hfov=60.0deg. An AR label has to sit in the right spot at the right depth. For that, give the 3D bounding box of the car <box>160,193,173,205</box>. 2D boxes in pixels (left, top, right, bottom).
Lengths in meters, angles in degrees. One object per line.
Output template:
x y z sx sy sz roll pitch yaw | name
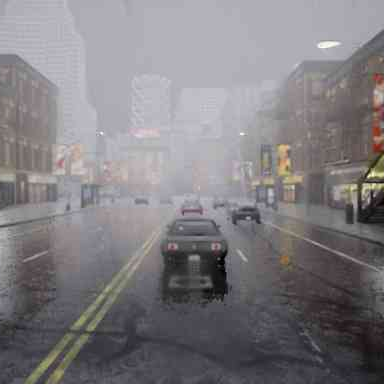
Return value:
-3.997 1.224 51.832 2.033 1.411 5.357 0 0 -5 | car

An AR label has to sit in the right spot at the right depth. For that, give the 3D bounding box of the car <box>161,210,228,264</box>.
0.062 1.529 11.436 1.895 1.301 4.718 0 0 0 | car

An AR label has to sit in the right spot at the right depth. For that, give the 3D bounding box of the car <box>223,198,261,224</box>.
3.524 1.361 23.187 1.837 1.490 4.892 0 0 0 | car

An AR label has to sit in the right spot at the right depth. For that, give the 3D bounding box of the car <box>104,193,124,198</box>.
-20.754 1.031 89.917 4.718 1.301 1.895 0 0 29 | car

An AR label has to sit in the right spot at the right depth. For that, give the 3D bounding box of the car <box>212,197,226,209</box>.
3.466 1.297 40.302 2.033 1.411 5.357 0 0 0 | car

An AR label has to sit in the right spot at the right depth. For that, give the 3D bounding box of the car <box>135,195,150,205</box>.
-7.401 1.165 49.856 1.882 1.535 5.008 0 0 -3 | car

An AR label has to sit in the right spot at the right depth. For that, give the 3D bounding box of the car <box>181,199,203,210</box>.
-0.006 1.366 31.825 1.994 1.385 4.181 0 0 0 | car
